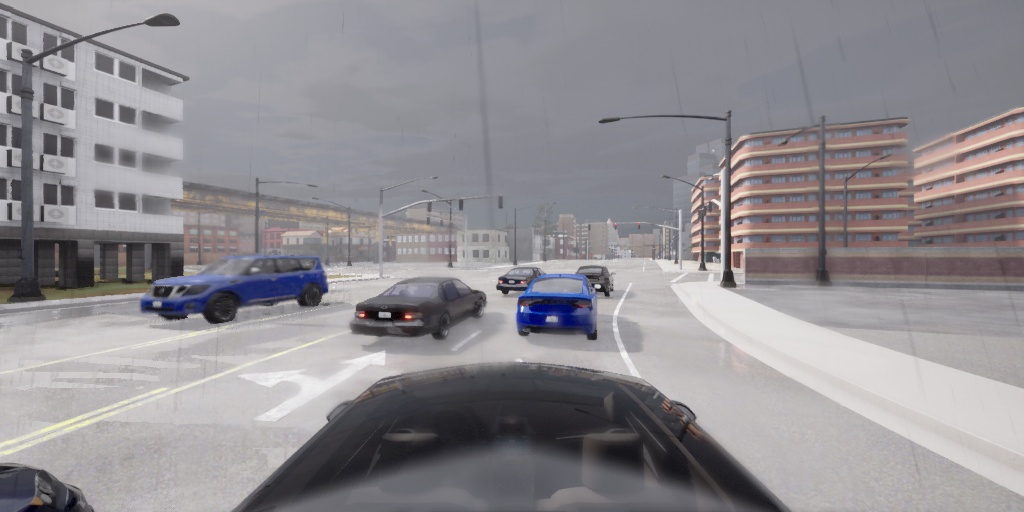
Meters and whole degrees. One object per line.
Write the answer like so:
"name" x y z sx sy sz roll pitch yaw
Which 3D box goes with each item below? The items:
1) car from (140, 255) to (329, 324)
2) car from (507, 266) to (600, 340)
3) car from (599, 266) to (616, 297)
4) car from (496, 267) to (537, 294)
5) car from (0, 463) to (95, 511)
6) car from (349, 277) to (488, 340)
"car" -9.058 0.972 12.526 2.150 2.045 5.566 0 0 15
"car" 1.459 1.228 10.197 1.882 1.535 5.008 0 0 14
"car" 4.365 1.255 19.127 1.837 1.490 4.892 0 0 19
"car" 0.847 1.297 19.673 2.033 1.411 5.357 0 0 20
"car" -3.228 1.314 0.165 1.994 1.385 4.181 0 0 -2
"car" -2.202 1.297 10.075 2.033 1.411 5.357 0 0 12
